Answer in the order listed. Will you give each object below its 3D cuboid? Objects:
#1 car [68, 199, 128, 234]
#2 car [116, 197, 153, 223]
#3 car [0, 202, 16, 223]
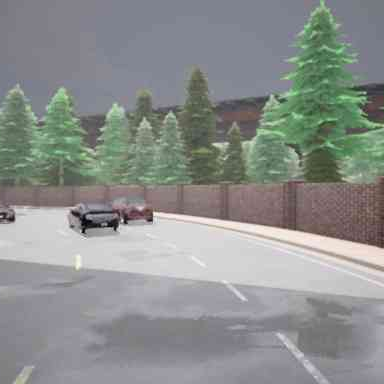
[{"bbox_3d":[-5.434,1.307,18.009,2.128,1.511,4.902,0,1,-30],"label":"car"},{"bbox_3d":[-4.502,1.119,22.684,2.097,1.767,4.553,-1,1,-36],"label":"car"},{"bbox_3d":[-13.307,1.341,22.025,4.181,1.385,1.994,1,1,43],"label":"car"}]
